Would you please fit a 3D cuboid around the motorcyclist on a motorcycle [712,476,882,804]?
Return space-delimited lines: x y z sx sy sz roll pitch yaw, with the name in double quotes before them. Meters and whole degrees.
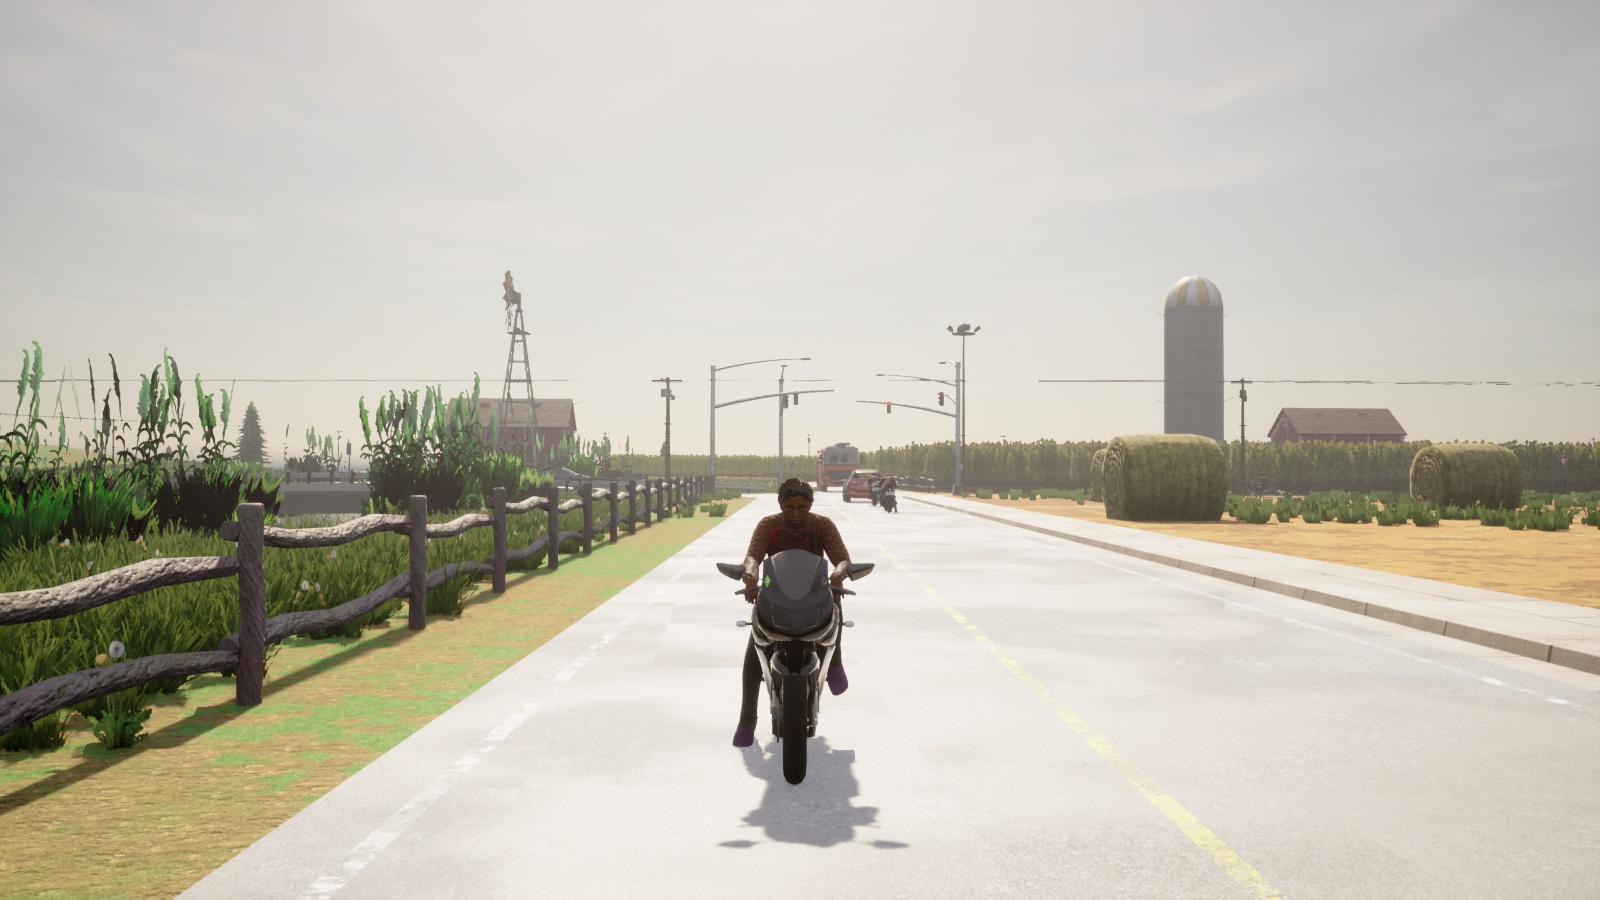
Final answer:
"motorcyclist on a motorcycle" -0.018 0.913 6.928 0.797 1.523 2.044 0 -1 0

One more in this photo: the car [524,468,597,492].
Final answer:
"car" -15.365 1.918 80.726 4.181 1.385 1.994 2 -1 3

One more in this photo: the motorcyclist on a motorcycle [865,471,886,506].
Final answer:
"motorcyclist on a motorcycle" 3.357 1.726 56.252 0.797 1.523 2.044 0 -1 0

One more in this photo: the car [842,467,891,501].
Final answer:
"car" 3.340 1.719 64.063 2.242 1.667 4.611 0 -1 0

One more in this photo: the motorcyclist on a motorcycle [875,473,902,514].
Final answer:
"motorcyclist on a motorcycle" 3.378 1.640 47.979 0.866 1.530 2.191 0 -1 0

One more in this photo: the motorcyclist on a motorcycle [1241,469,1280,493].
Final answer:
"motorcyclist on a motorcycle" 31.097 2.097 84.882 2.350 1.649 0.766 0 -1 -3
